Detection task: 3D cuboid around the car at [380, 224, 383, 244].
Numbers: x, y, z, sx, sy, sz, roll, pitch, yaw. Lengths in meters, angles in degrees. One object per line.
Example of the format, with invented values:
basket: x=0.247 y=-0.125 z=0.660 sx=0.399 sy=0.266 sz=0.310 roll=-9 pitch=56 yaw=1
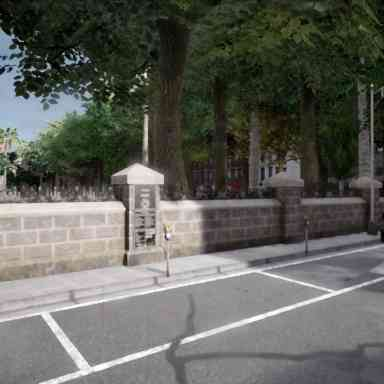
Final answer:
car: x=9.653 y=1.316 z=13.429 sx=5.009 sy=1.841 sz=2.192 roll=0 pitch=0 yaw=-36
